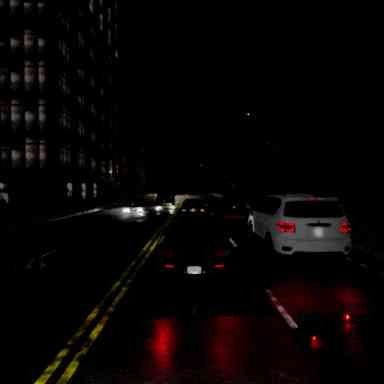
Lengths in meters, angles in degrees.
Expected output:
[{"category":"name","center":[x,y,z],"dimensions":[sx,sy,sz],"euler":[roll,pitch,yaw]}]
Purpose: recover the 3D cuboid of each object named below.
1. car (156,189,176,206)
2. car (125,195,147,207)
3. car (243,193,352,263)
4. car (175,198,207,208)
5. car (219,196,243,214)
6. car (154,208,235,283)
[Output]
[{"category":"car","center":[-3.238,0.601,41.828],"dimensions":[2.150,2.045,5.566],"euler":[0,1,0]},{"category":"car","center":[-6.499,1.027,38.540],"dimensions":[1.895,1.301,4.718],"euler":[0,1,0]},{"category":"car","center":[3.342,1.053,11.388],"dimensions":[2.150,2.045,5.566],"euler":[0,1,1]},{"category":"car","center":[0.104,1.191,23.903],"dimensions":[2.033,1.411,5.357],"euler":[0,1,1]},{"category":"car","center":[3.401,1.045,29.089],"dimensions":[1.882,1.535,5.008],"euler":[0,1,0]},{"category":"car","center":[0.066,1.389,9.094],"dimensions":[1.812,1.442,4.674],"euler":[0,1,0]}]
